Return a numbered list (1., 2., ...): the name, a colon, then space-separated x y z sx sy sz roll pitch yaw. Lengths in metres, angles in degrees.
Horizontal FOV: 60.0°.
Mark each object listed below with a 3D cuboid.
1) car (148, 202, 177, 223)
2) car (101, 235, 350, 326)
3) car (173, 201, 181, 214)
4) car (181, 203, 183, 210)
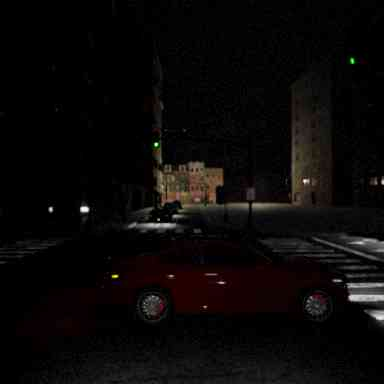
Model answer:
1. car: -2.715 1.920 29.805 2.033 1.411 5.357 0 -1 0
2. car: 0.605 1.606 6.594 4.674 1.442 1.812 0 -1 0
3. car: -2.682 2.034 41.375 1.837 1.490 4.892 0 -1 0
4. car: -2.609 2.238 55.995 1.837 1.490 4.892 0 -1 1
